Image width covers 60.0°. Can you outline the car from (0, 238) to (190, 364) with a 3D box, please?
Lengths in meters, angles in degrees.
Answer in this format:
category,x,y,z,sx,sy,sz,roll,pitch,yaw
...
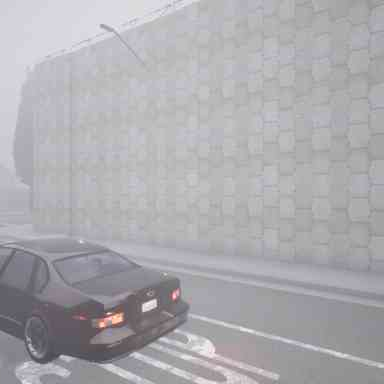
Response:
category,x,y,z,sx,sy,sz,roll,pitch,yaw
car,-2.611,1.547,5.841,5.357,1.411,2.033,0,0,35
